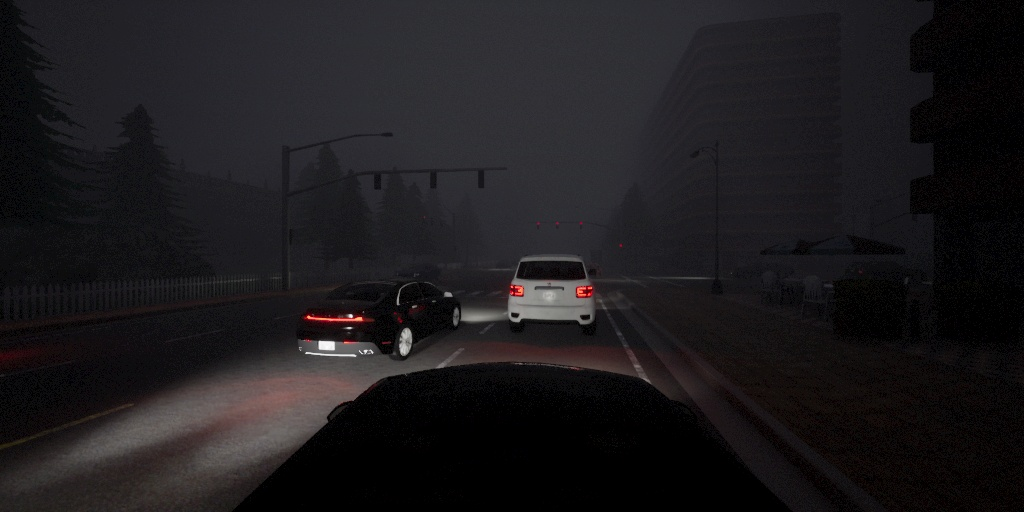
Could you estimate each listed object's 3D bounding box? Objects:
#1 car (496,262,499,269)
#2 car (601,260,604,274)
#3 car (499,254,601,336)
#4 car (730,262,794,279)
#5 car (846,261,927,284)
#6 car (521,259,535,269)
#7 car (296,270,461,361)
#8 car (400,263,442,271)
[{"bbox_3d":[-1.255,1.274,57.426,1.812,1.442,4.674,0,0,10],"label":"car"},{"bbox_3d":[5.697,1.008,33.790,2.150,2.045,5.566,-1,1,-44],"label":"car"},{"bbox_3d":[1.320,0.971,10.719,2.150,2.045,5.566,0,0,10],"label":"car"},{"bbox_3d":[22.461,1.296,32.316,4.902,1.511,2.128,0,0,10],"label":"car"},{"bbox_3d":[28.556,1.158,27.511,4.553,1.767,2.097,0,0,10],"label":"car"},{"bbox_3d":[2.682,1.274,59.561,1.812,1.442,4.674,0,0,10],"label":"car"},{"bbox_3d":[-2.661,1.255,8.387,1.837,1.490,4.892,0,0,11],"label":"car"},{"bbox_3d":[-6.747,1.228,26.403,1.882,1.535,5.008,0,0,10],"label":"car"}]
